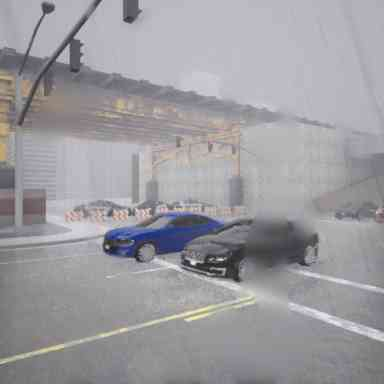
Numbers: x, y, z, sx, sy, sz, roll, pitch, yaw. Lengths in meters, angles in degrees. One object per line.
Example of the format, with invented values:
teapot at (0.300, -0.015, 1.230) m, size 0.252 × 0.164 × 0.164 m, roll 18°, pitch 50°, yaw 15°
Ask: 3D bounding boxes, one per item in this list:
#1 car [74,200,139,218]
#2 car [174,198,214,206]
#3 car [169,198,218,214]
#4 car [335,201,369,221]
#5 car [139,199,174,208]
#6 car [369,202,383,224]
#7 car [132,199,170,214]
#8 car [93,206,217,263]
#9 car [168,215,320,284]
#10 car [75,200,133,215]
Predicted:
car at (-7.524, 1.453, 28.811) m, size 4.974 × 1.542 × 2.038 m, roll 0°, pitch 0°, yaw 8°
car at (0.077, 1.295, 35.252) m, size 4.536 × 1.218 × 1.853 m, roll 0°, pitch 0°, yaw -7°
car at (0.129, 1.453, 35.259) m, size 4.974 × 1.542 × 2.038 m, roll 0°, pitch 0°, yaw -7°
car at (13.565, 1.505, 27.177) m, size 4.892 × 1.490 × 1.837 m, roll 0°, pitch 0°, yaw -38°
car at (-3.780, 1.453, 31.497) m, size 2.038 × 1.542 × 4.974 m, roll 0°, pitch 0°, yaw 18°
car at (14.917, 1.351, 23.736) m, size 4.553 × 1.767 × 2.097 m, roll 0°, pitch 0°, yaw -39°
car at (-3.764, 1.295, 31.547) m, size 1.853 × 1.218 × 4.536 m, roll 0°, pitch 0°, yaw 18°
car at (-0.748, 1.477, 12.167) m, size 5.008 × 1.535 × 1.882 m, roll 0°, pitch 0°, yaw -39°
car at (1.895, 1.505, 9.787) m, size 4.892 × 1.490 × 1.837 m, roll 0°, pitch 1°, yaw -40°
car at (-7.575, 1.295, 28.818) m, size 4.536 × 1.218 × 1.853 m, roll 0°, pitch 0°, yaw 8°
